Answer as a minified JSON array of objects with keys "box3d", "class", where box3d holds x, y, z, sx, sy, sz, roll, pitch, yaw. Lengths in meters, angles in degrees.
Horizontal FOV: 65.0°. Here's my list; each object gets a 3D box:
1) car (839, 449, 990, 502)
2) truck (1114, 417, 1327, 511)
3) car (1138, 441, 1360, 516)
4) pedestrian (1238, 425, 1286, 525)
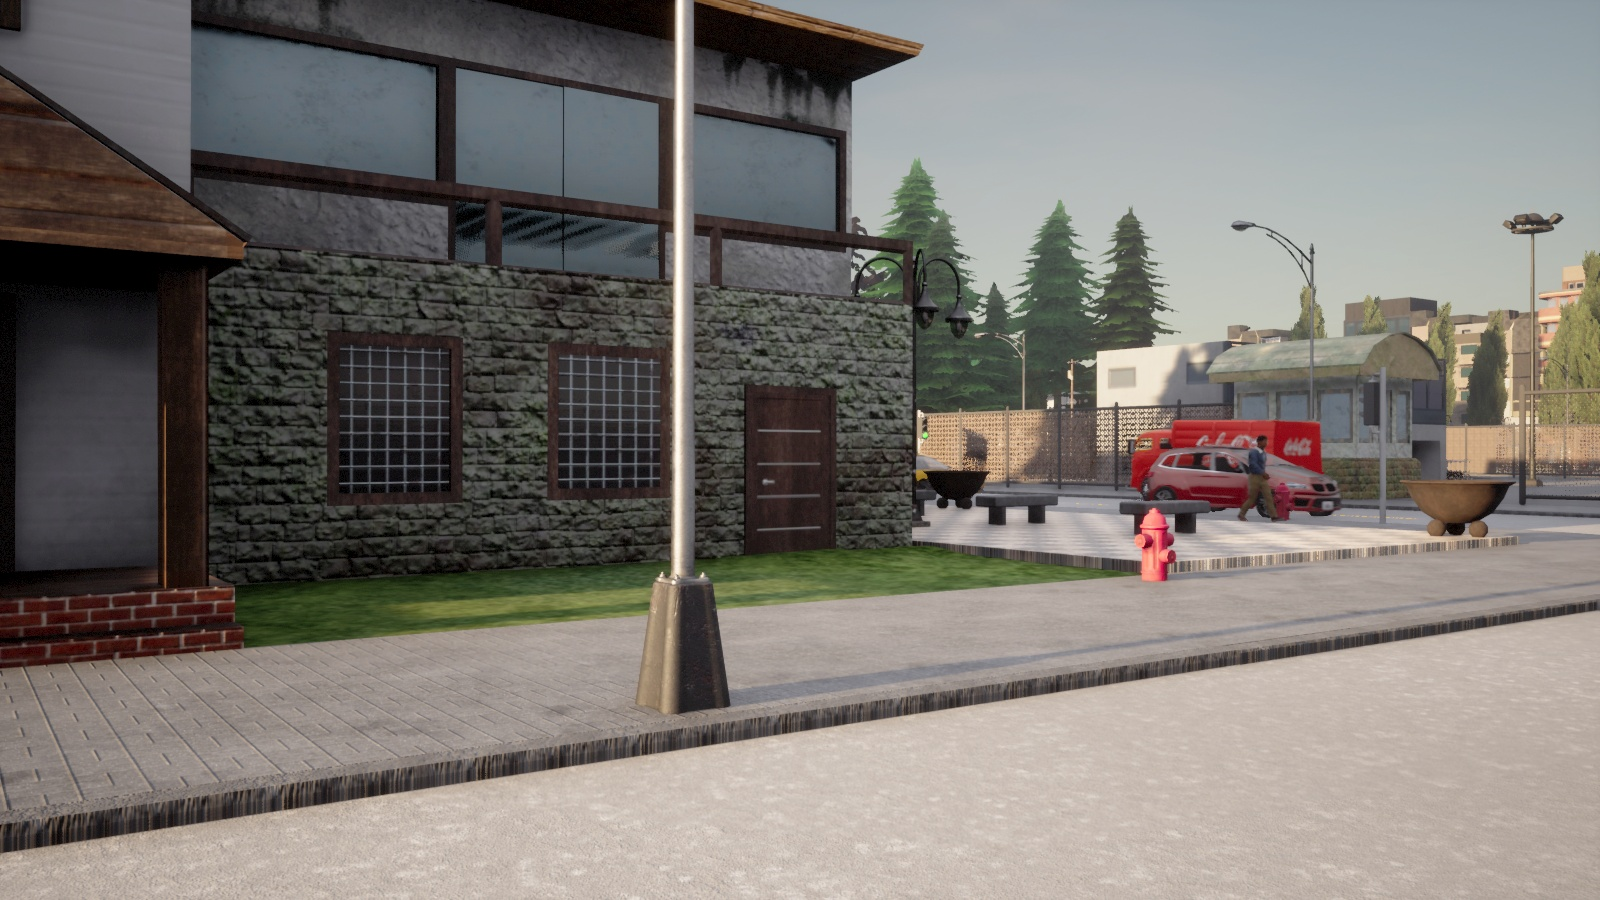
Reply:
[{"box3d":[3.610,0.774,40.565,1.801,1.575,5.366,0,0,-35],"class":"car"},{"box3d":[11.835,0.334,35.726,2.627,2.467,5.204,0,1,-34],"class":"truck"},{"box3d":[10.734,0.641,30.327,2.242,1.667,4.611,0,0,-35],"class":"car"},{"box3d":[9.214,0.491,25.040,0.423,1.949,0.788,0,0,-34],"class":"pedestrian"}]
